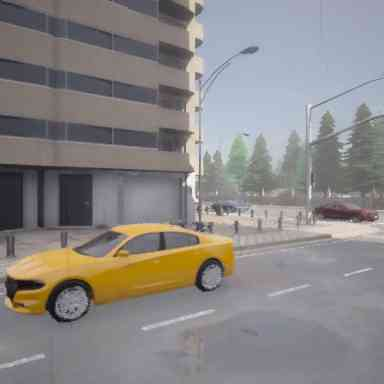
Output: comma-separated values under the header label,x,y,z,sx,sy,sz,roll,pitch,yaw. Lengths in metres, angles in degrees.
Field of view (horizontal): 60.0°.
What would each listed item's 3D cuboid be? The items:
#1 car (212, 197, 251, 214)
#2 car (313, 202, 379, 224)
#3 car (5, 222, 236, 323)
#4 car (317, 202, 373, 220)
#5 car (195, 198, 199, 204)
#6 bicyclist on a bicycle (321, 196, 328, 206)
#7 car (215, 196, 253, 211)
label,x,y,z,sx,sy,sz,roll,pitch,yaw
car,4.140,1.580,36.986,1.812,1.442,4.674,0,0,-36
car,11.808,1.530,25.775,1.882,1.535,5.008,0,0,-30
car,-1.268,1.477,7.357,5.008,1.535,1.882,0,0,-35
car,13.629,1.618,29.808,1.994,1.385,4.181,0,0,-36
car,-0.537,1.581,61.748,1.812,1.442,4.674,0,0,-36
bicyclist on a bicycle,17.327,1.356,43.456,1.656,1.620,0.582,0,0,-36
car,5.199,1.408,41.501,2.097,1.767,4.553,0,0,-36
